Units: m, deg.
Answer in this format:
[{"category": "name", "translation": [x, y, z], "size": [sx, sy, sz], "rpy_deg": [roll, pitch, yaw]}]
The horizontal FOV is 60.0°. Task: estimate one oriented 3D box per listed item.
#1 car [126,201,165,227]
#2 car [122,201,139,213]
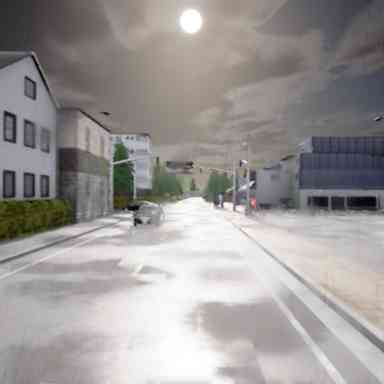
[{"category": "car", "translation": [-3.111, 1.706, 24.689], "size": [2.128, 1.511, 4.902], "rpy_deg": [0, 0, 1]}, {"category": "car", "translation": [-6.917, 1.940, 43.491], "size": [4.902, 1.511, 2.128], "rpy_deg": [-2, -1, 26]}]
